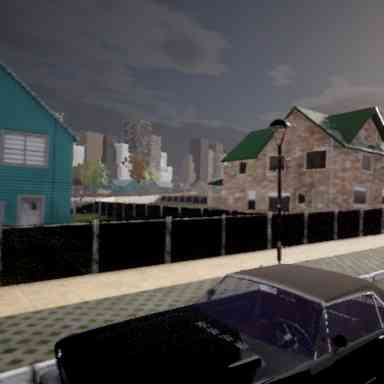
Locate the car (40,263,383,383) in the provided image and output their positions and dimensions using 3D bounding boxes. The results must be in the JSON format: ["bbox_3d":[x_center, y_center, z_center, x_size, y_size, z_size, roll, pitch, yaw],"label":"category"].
[{"bbox_3d":[0.943,1.619,3.738,4.718,1.301,1.895,0,0,-35],"label":"car"}]
